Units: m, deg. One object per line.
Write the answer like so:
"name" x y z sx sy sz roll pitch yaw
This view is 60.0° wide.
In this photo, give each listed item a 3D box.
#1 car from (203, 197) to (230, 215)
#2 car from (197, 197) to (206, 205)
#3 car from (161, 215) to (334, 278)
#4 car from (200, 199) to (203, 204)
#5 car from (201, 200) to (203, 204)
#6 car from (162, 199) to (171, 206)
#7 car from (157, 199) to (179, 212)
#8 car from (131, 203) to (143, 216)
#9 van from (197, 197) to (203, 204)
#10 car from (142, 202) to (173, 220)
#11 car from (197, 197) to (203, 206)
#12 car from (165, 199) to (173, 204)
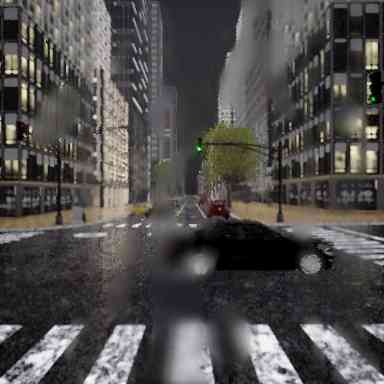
"car" 2.538 1.676 32.700 2.192 1.841 5.009 0 -1 0
"car" 2.364 2.211 83.461 2.192 1.841 5.009 0 -1 0
"car" 1.622 1.593 9.982 5.008 1.535 1.882 0 -1 -1
"car" 2.483 2.125 49.618 1.802 1.307 4.206 0 -1 0
"car" 2.501 2.010 44.148 1.752 1.417 4.829 0 -1 0
"car" -5.994 2.362 77.601 1.752 1.417 4.829 0 -1 0
"car" -3.280 2.056 46.449 2.033 1.411 5.357 0 -1 0
"car" -5.860 1.945 38.135 1.752 1.417 4.829 0 -1 0
"van" 2.326 2.352 94.740 1.690 1.788 3.998 0 -1 0
"car" -3.248 1.919 32.242 1.994 1.385 4.181 0 -1 1
"car" 2.403 2.095 72.180 2.192 1.841 5.009 0 -1 0
"car" -6.033 2.535 89.046 1.802 1.307 4.206 0 -1 0
